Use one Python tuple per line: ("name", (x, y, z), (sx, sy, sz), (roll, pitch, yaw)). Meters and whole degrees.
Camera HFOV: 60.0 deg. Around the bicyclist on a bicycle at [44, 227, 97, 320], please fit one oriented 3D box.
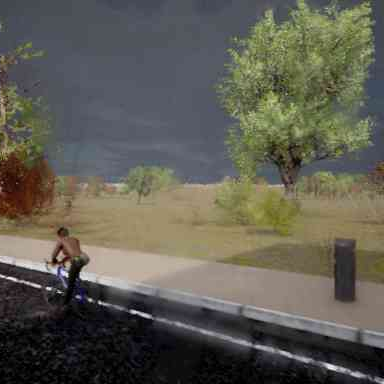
("bicyclist on a bicycle", (-2.340, 1.502, 6.278), (1.656, 1.620, 0.582), (-1, -1, 35))
